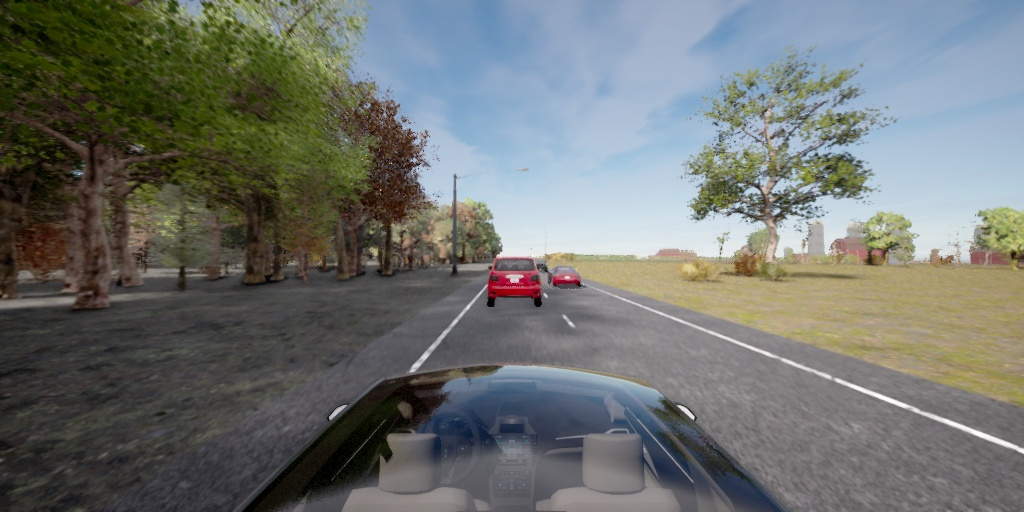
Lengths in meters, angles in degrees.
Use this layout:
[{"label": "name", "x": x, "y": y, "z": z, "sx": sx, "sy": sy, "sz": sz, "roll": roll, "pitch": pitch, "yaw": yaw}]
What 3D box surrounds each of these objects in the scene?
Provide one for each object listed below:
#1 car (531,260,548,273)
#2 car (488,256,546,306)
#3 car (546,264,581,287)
[{"label": "car", "x": 3.610, "y": 1.372, "z": 47.350, "sx": 1.837, "sy": 1.490, "sz": 4.892, "roll": 0, "pitch": 0, "yaw": 0}, {"label": "car", "x": 0.103, "y": 1.014, "z": 16.176, "sx": 2.150, "sy": 2.045, "sz": 5.566, "roll": 0, "pitch": 0, "yaw": 0}, {"label": "car", "x": 3.603, "y": 1.381, "z": 25.347, "sx": 1.994, "sy": 1.385, "sz": 4.181, "roll": 0, "pitch": 0, "yaw": 0}]
